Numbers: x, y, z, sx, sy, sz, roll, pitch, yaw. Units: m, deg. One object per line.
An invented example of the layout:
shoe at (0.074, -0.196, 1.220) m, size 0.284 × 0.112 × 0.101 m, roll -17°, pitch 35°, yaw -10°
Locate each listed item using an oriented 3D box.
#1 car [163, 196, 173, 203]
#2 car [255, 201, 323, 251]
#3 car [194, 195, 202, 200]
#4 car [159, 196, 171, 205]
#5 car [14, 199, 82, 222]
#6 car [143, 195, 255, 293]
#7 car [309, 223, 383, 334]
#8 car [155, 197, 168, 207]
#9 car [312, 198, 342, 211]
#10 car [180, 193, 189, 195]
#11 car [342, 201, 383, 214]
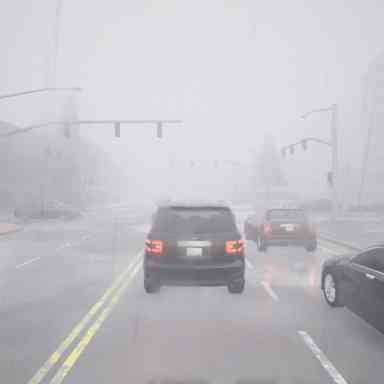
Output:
car at (-5.065, 1.552, 71.198) m, size 1.994 × 1.385 × 4.181 m, roll 0°, pitch 0°, yaw -1°
car at (3.537, 1.352, 14.147) m, size 2.097 × 1.767 × 4.553 m, roll 0°, pitch 0°, yaw 0°
car at (1.479, 1.552, 90.349) m, size 1.994 × 1.385 × 4.181 m, roll 0°, pitch 0°, yaw -1°
car at (-4.892, 1.477, 61.317) m, size 1.882 × 1.535 × 5.008 m, roll 0°, pitch 0°, yaw -1°
car at (-10.979, 1.492, 25.504) m, size 4.902 × 1.511 × 2.128 m, roll 0°, pitch 0°, yaw -2°
car at (0.055, 1.221, 8.969) m, size 2.150 × 2.045 × 5.566 m, roll 0°, pitch 0°, yaw 0°
car at (3.608, 1.505, 5.065) m, size 1.837 × 1.490 × 4.892 m, roll 0°, pitch 0°, yaw 0°
car at (-4.694, 1.526, 51.927) m, size 1.812 × 1.442 × 4.674 m, roll 0°, pitch 0°, yaw -1°
car at (14.443, 1.505, 37.545) m, size 4.892 × 1.490 × 1.837 m, roll 0°, pitch 0°, yaw -2°
car at (-1.779, 1.496, 80.204) m, size 1.837 × 1.490 × 4.892 m, roll 0°, pitch 0°, yaw -1°
car at (18.492, 1.601, 34.152) m, size 4.718 × 1.301 × 1.895 m, roll 0°, pitch 0°, yaw -2°
